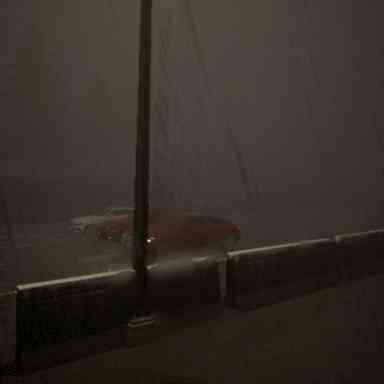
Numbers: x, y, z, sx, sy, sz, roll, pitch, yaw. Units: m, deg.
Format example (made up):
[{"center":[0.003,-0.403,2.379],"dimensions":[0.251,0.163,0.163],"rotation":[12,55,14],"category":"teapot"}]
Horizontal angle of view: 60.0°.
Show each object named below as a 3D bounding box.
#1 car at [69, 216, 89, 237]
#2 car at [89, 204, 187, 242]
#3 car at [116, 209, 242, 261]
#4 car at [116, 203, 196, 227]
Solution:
[{"center":[-4.250,1.531,18.156],"dimensions":[4.674,1.442,1.812],"rotation":[0,0,-35],"category":"car"},{"center":[-1.911,1.482,15.525],"dimensions":[5.008,1.535,1.882],"rotation":[0,0,-35],"category":"car"},{"center":[-0.185,1.530,12.458],"dimensions":[4.674,1.442,1.812],"rotation":[0,0,-35],"category":"car"},{"center":[-2.452,1.544,23.737],"dimensions":[5.357,1.411,2.033],"rotation":[0,0,-36],"category":"car"}]
